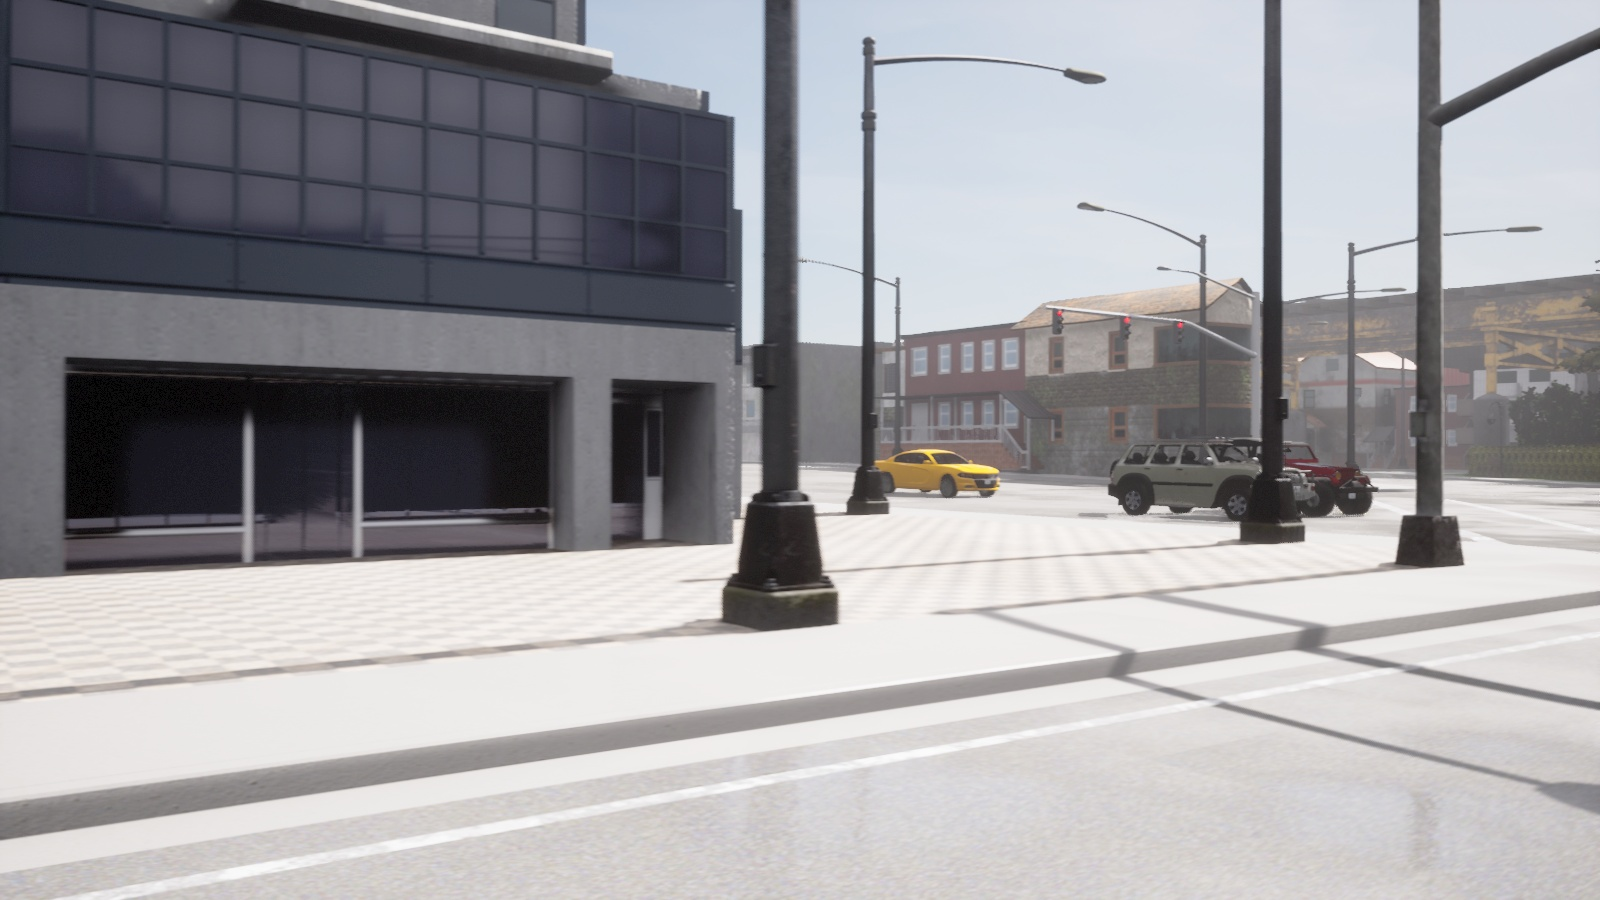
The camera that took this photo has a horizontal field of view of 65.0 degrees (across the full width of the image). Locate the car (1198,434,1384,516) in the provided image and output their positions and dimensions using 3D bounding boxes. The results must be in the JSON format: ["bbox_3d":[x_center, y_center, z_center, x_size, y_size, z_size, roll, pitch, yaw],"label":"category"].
[{"bbox_3d":[12.035,0.572,30.965,1.905,1.878,3.866,0,0,-35],"label":"car"}]

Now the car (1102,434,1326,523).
[{"bbox_3d":[9.339,0.591,28.703,1.932,1.855,4.605,0,0,-35],"label":"car"}]

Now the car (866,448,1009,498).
[{"bbox_3d":[4.466,0.711,41.669,1.882,1.535,5.008,0,0,-35],"label":"car"}]
